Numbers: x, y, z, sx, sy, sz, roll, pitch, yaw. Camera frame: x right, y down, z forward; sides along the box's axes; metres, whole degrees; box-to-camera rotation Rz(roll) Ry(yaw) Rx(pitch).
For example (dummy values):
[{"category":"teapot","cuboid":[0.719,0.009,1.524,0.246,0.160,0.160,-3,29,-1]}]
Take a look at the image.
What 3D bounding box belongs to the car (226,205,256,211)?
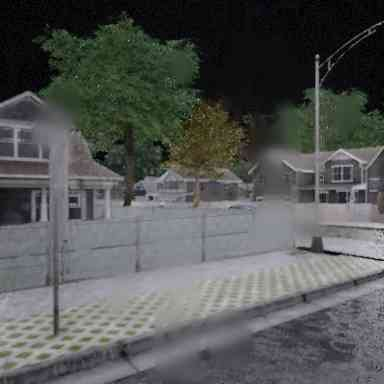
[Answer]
[{"category":"car","cuboid":[3.951,1.871,29.054,1.882,1.535,5.008,0,-1,-35]}]
